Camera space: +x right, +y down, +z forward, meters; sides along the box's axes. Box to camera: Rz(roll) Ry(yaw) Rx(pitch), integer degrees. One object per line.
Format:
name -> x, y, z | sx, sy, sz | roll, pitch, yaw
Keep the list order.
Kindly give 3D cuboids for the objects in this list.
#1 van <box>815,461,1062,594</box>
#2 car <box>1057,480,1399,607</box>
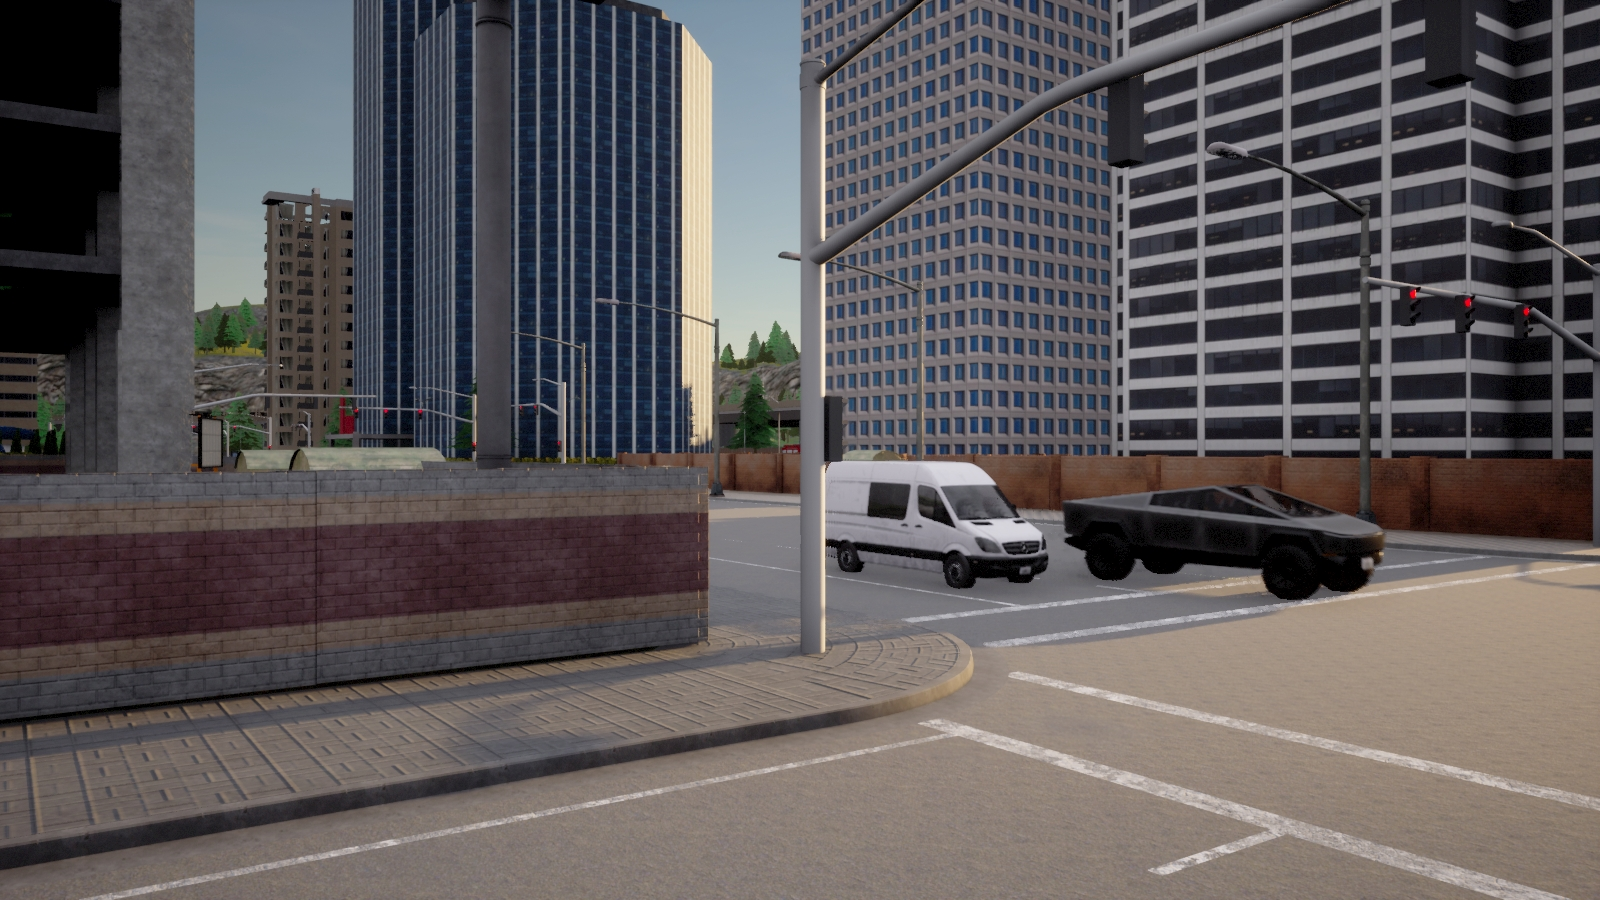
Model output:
van -> 2.850, 1.534, 25.207 | 1.988, 2.561, 5.915 | 0, 0, -34
car -> 8.594, 1.752, 23.618 | 2.390, 2.098, 6.274 | 0, 0, -38
